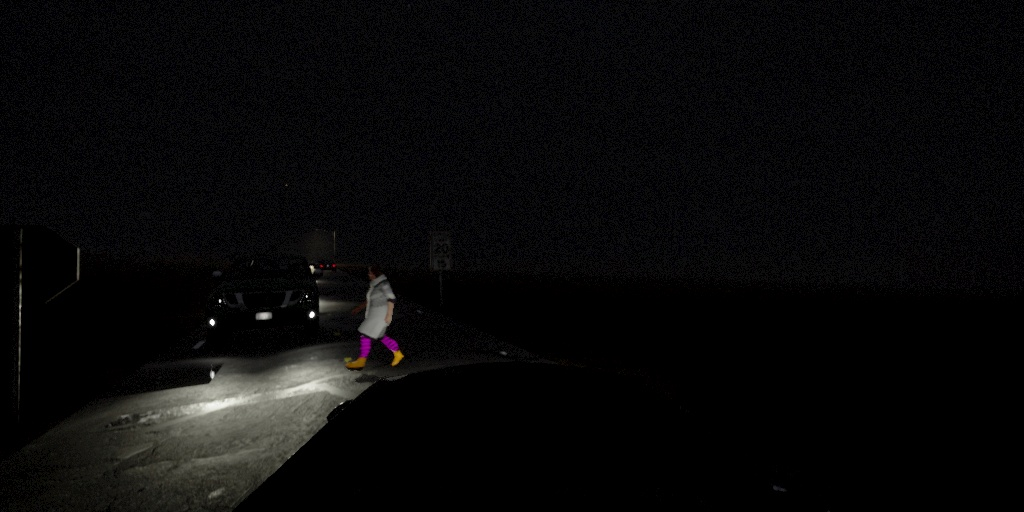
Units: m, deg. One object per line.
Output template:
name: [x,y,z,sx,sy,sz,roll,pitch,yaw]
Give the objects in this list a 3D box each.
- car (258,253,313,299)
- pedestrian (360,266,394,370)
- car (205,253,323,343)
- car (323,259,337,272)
car: [-11.915,0.883,19.050,2.150,2.045,5.566,0,0,-31]
pedestrian: [-2.380,1.026,6.322,0.375,1.860,0.375,2,-3,-30]
car: [-6.752,0.936,10.147,2.150,2.045,5.566,0,0,-30]
car: [-20.948,1.114,40.503,2.033,1.411,5.357,0,0,-30]
